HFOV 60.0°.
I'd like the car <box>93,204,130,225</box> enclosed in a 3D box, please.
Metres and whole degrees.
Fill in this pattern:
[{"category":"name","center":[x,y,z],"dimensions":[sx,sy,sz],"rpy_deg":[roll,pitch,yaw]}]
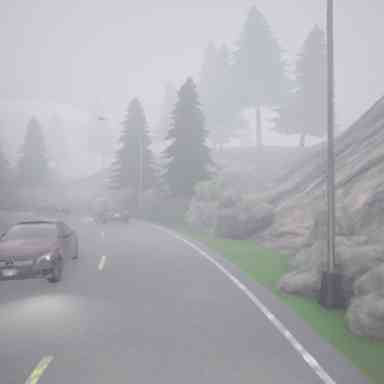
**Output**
[{"category":"car","center":[-6.012,1.560,24.604],"dimensions":[1.994,1.385,4.181],"rpy_deg":[0,0,-26]}]

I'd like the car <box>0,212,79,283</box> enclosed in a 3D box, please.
[{"category":"car","center":[-4.473,1.538,9.695],"dimensions":[1.812,1.442,4.674],"rpy_deg":[0,0,-10]}]

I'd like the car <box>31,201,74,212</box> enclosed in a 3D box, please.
[{"category":"car","center":[-14.124,1.581,33.546],"dimensions":[5.357,1.411,2.033],"rpy_deg":[0,0,37]}]
